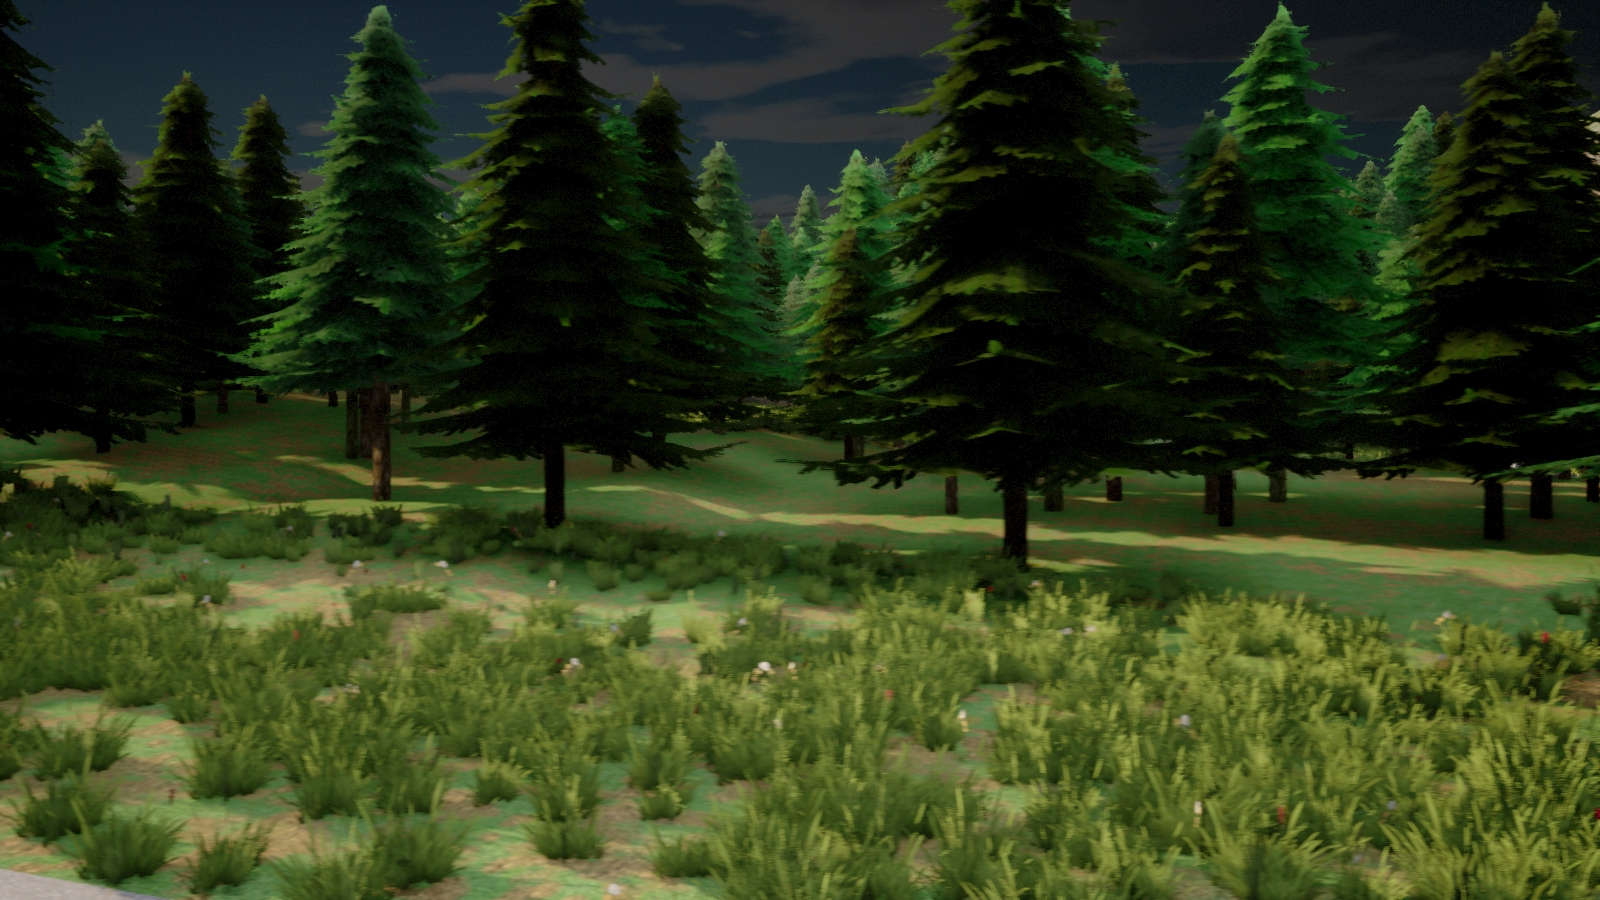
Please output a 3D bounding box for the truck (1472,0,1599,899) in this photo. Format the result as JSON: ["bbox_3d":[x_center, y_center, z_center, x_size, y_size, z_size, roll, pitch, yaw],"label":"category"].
[{"bbox_3d":[5.831,0.750,1.181,8.468,3.827,2.891,0,0,20],"label":"truck"}]
